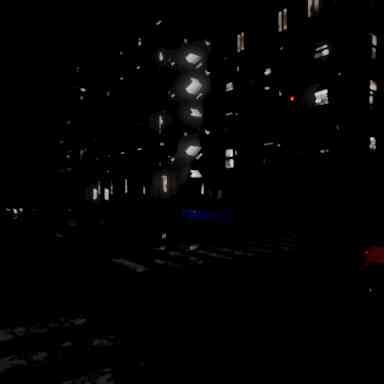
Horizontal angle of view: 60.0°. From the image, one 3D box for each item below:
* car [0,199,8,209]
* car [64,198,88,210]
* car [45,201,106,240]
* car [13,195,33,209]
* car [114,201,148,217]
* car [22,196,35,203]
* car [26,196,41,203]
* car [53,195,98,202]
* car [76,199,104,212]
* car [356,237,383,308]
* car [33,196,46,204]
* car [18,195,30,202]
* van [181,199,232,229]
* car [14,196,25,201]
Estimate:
[{"bbox_3d":[-25.852,1.601,44.623,1.802,1.307,4.206,0,0,-36],"label":"car"},{"bbox_3d":[-15.731,1.567,44.937,1.887,1.381,4.507,0,0,-36],"label":"car"},{"bbox_3d":[-5.921,1.481,17.112,1.967,1.590,4.097,0,0,-36],"label":"car"},{"bbox_3d":[-24.130,1.539,46.833,1.812,1.442,4.674,0,0,-36],"label":"car"},{"bbox_3d":[-5.867,1.555,31.321,1.752,1.417,4.829,0,0,-36],"label":"car"},{"bbox_3d":[-35.663,1.569,72.451,1.887,1.381,4.507,0,0,-36],"label":"car"},{"bbox_3d":[-32.340,1.574,67.866,2.008,1.369,4.403,0,0,-36],"label":"car"},{"bbox_3d":[-9.834,1.274,27.096,2.150,2.045,5.566,0,0,-36],"label":"car"},{"bbox_3d":[-12.410,1.568,40.352,1.887,1.381,4.507,0,0,-36],"label":"car"},{"bbox_3d":[5.534,1.420,5.882,2.097,1.767,4.553,0,0,-36],"label":"car"},{"bbox_3d":[-29.019,1.574,63.280,2.008,1.369,4.403,0,0,-36],"label":"car"},{"bbox_3d":[-38.984,1.466,77.035,1.967,1.590,4.097,0,0,-36],"label":"car"},{"bbox_3d":[0.877,1.386,22.014,1.690,1.788,3.998,0,0,-36],"label":"van"},{"bbox_3d":[-42.307,1.611,81.621,1.802,1.307,4.206,0,0,-36],"label":"car"}]
